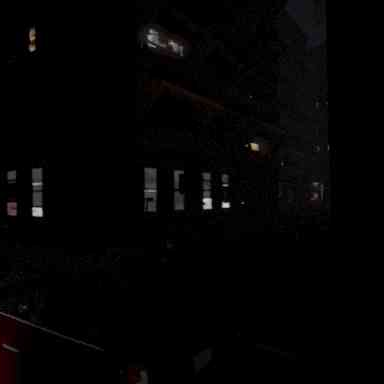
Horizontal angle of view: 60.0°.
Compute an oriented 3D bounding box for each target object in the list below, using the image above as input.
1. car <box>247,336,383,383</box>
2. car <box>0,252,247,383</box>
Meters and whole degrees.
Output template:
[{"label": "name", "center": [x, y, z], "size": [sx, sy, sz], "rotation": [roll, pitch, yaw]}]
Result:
[{"label": "car", "center": [2.913, 1.310, 0.819], "size": [5.009, 1.841, 2.192], "rotation": [0, -1, 36]}, {"label": "car", "center": [-1.491, 1.450, 3.956], "size": [4.097, 1.590, 1.967], "rotation": [0, -1, 36]}]
